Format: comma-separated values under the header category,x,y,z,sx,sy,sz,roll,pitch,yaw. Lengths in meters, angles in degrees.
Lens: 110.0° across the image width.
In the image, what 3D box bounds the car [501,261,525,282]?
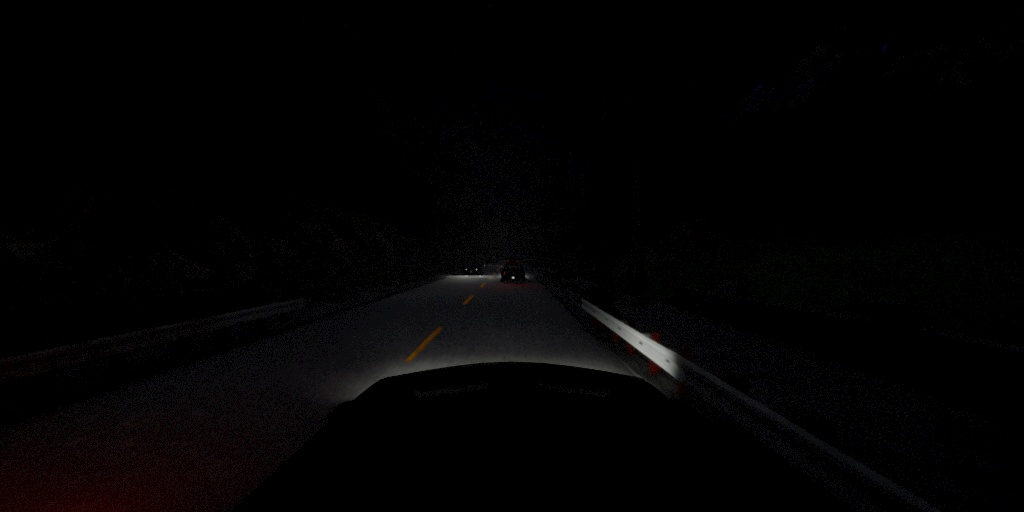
category,x,y,z,sx,sy,sz,roll,pitch,yaw
car,0.090,1.347,29.287,1.895,1.301,4.718,0,0,0

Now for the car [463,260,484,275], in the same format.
category,x,y,z,sx,sy,sz,roll,pitch,yaw
car,-4.095,1.250,38.412,1.837,1.490,4.892,0,0,0

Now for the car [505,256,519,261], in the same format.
category,x,y,z,sx,sy,sz,roll,pitch,yaw
car,0.079,0.968,61.021,2.150,2.045,5.566,0,0,0
